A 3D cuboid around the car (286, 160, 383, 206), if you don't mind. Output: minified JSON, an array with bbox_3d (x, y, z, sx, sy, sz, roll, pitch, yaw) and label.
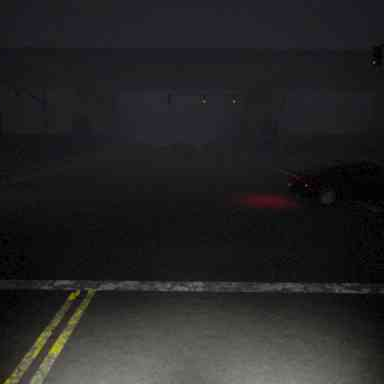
[{"bbox_3d":[6.084,-0.429,12.229,5.008,1.535,1.882,0,10,1],"label":"car"}]

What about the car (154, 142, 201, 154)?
[{"bbox_3d":[-1.833,-5.541,41.925,4.974,1.542,2.038,-7,12,-35],"label":"car"}]

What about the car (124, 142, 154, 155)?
[{"bbox_3d":[-6.440,-5.548,42.017,4.974,1.542,2.038,9,14,44],"label":"car"}]

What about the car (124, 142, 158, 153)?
[{"bbox_3d":[-6.478,-5.710,42.026,4.536,1.218,1.853,9,14,44],"label":"car"}]

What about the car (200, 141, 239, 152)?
[{"bbox_3d":[3.505,-5.823,42.582,4.536,1.218,1.853,5,11,29],"label":"car"}]

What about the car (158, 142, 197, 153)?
[{"bbox_3d":[-1.791,-5.701,41.928,4.536,1.218,1.853,-7,12,-35],"label":"car"}]

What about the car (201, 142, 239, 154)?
[{"bbox_3d":[3.550,-5.663,42.583,4.974,1.542,2.038,5,11,29],"label":"car"}]
